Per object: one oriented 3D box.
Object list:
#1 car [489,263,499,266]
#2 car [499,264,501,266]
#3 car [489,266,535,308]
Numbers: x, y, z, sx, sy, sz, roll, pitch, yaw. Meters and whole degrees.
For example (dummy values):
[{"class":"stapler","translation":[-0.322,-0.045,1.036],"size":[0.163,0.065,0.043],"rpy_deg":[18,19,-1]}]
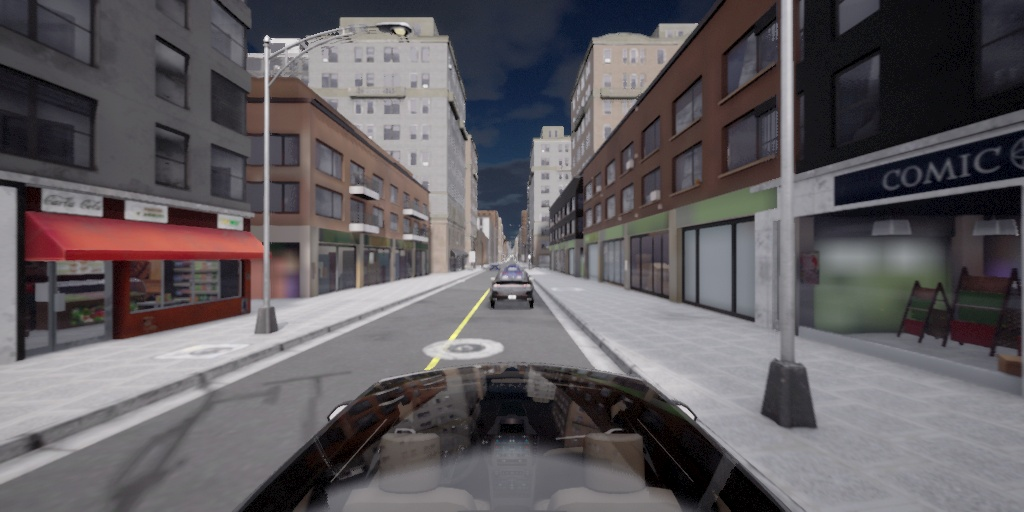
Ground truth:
[{"class":"car","translation":[-2.966,1.843,62.601],"size":[2.033,1.411,5.357],"rpy_deg":[0,-1,0]},{"class":"car","translation":[0.022,1.550,31.231],"size":[1.812,1.442,4.674],"rpy_deg":[0,0,0]},{"class":"car","translation":[0.012,1.378,16.141],"size":[2.128,1.511,4.902],"rpy_deg":[0,0,0]}]
